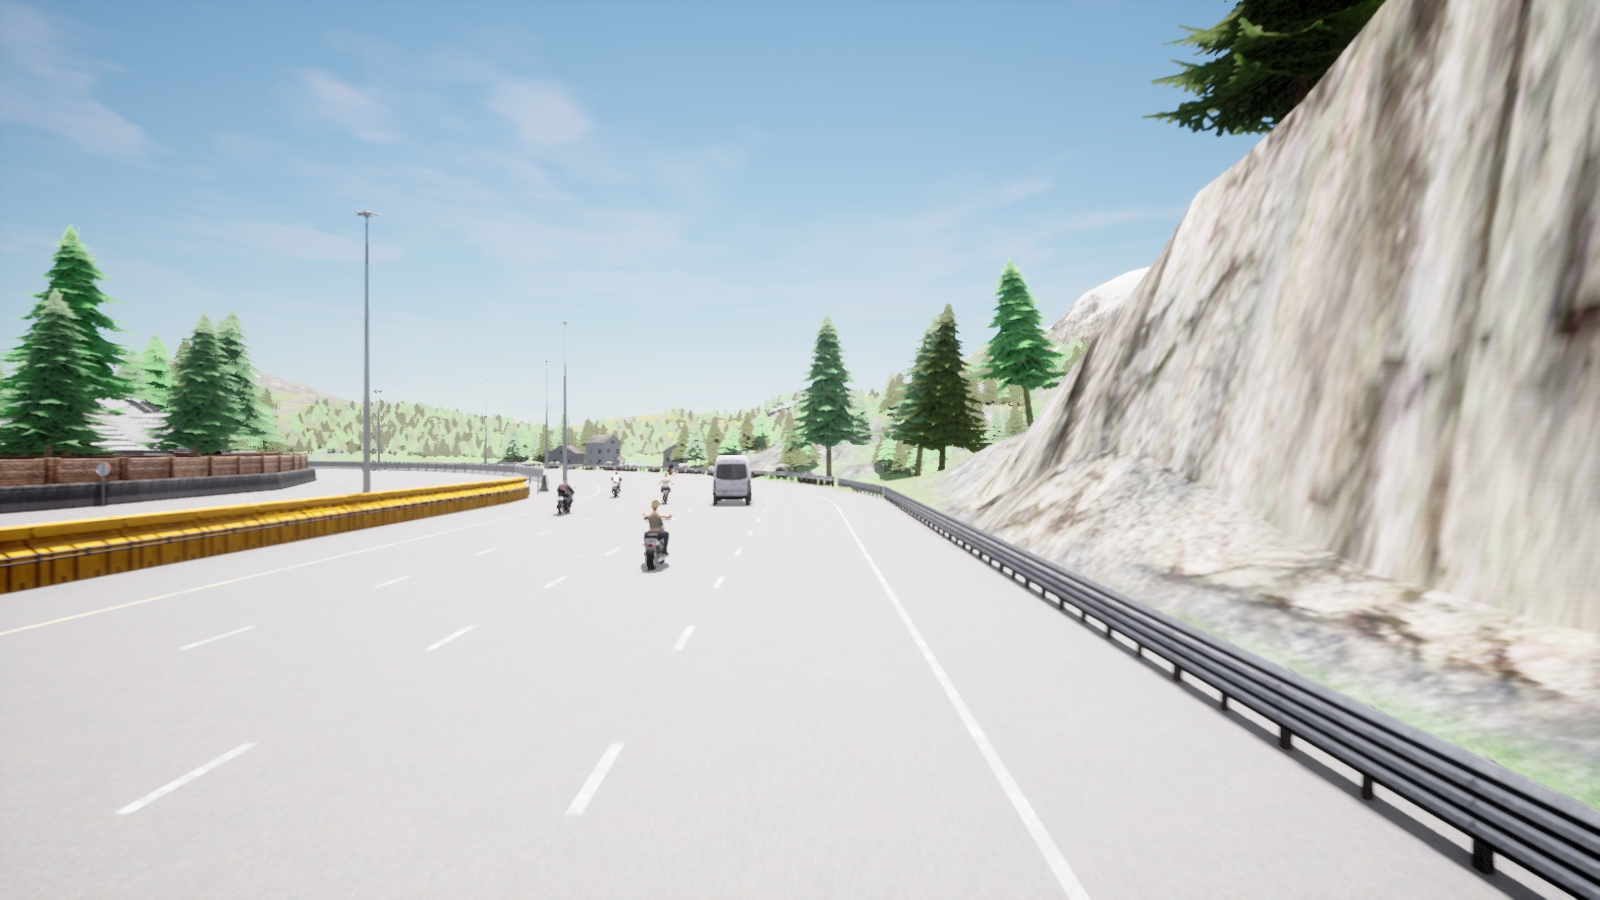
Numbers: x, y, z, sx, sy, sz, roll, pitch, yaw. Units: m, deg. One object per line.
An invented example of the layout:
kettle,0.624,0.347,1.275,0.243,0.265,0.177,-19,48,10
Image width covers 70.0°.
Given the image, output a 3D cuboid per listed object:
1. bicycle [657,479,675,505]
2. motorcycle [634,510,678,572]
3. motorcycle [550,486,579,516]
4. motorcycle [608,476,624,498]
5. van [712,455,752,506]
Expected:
bicycle,-7.035,2.182,59.954,0.859,1.295,1.487,0,0,-2
motorcycle,-3.464,2.161,27.603,0.764,1.325,2.356,0,0,0
motorcycle,-10.406,2.233,50.544,0.867,1.251,2.209,0,0,0
motorcycle,-11.047,2.215,68.780,0.803,1.217,2.033,0,0,-5
van,-3.610,1.569,61.428,1.988,2.561,5.915,0,0,-2
